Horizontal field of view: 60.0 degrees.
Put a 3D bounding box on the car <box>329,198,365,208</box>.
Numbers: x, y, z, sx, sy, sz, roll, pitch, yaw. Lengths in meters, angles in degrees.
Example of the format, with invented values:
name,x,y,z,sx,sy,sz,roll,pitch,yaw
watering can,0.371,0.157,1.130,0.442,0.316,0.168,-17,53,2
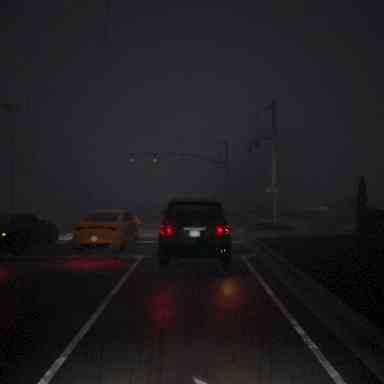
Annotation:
name,x,y,z,sx,sy,sz,roll,pitch,yaw
car,22.313,1.523,48.002,4.181,1.385,1.994,0,0,1

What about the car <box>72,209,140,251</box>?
name,x,y,z,sx,sy,sz,roll,pitch,yaw
car,-3.408,1.466,14.071,1.882,1.535,5.008,0,0,0

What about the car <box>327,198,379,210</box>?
name,x,y,z,sx,sy,sz,roll,pitch,yaw
car,20.072,1.512,41.039,5.357,1.411,2.033,0,0,1

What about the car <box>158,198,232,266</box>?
name,x,y,z,sx,sy,sz,roll,pitch,yaw
car,0.097,1.212,11.609,2.150,2.045,5.566,0,0,0

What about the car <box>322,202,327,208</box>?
name,x,y,z,sx,sy,sz,roll,pitch,yaw
car,19.931,1.489,44.537,4.674,1.442,1.812,-1,0,1

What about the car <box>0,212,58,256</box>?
name,x,y,z,sx,sy,sz,roll,pitch,yaw
car,-6.909,1.515,12.978,1.812,1.442,4.674,0,0,0
